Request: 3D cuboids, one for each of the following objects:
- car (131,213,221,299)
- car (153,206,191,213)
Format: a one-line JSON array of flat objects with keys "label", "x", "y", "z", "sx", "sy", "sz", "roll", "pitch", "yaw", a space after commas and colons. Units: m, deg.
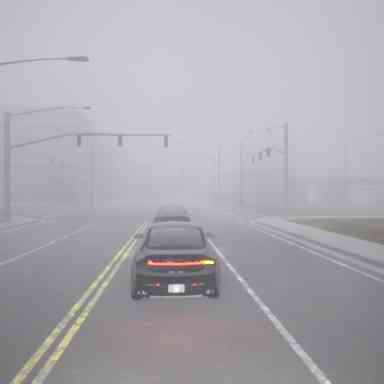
[{"label": "car", "x": -0.438, "y": 1.504, "z": 8.458, "sx": 1.837, "sy": 1.490, "sz": 4.892, "roll": 0, "pitch": 0, "yaw": -4}, {"label": "car", "x": -1.072, "y": 1.476, "z": 17.930, "sx": 1.882, "sy": 1.535, "sz": 5.008, "roll": 0, "pitch": 0, "yaw": -4}]
